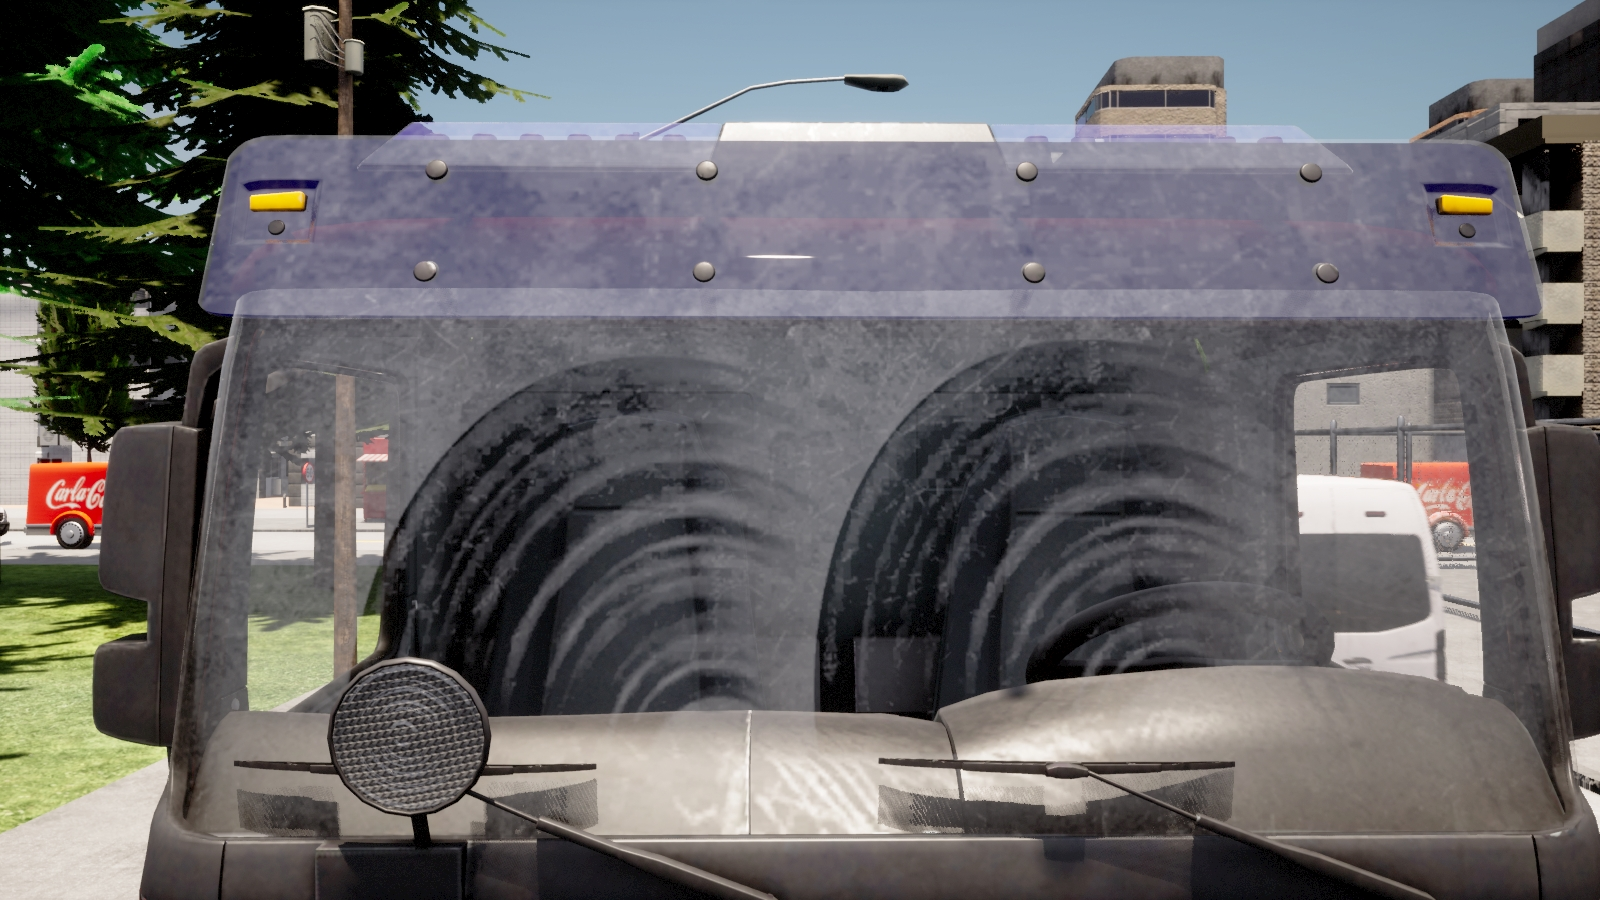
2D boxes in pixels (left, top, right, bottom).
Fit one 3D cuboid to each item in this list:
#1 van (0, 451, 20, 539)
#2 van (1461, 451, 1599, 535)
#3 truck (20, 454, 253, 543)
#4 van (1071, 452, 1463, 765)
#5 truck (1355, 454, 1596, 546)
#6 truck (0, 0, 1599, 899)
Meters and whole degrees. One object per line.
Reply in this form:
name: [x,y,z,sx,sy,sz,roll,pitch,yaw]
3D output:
van: [-26.239,1.314,33.169,5.915,2.561,1.988,0,0,2]
van: [24.242,1.314,35.747,5.915,2.561,1.988,0,0,1]
truck: [-19.012,1.348,32.943,5.204,2.467,2.627,0,0,1]
van: [4.561,1.315,12.411,1.988,2.561,5.915,0,0,2]
truck: [18.810,1.348,32.068,5.204,2.467,2.627,0,0,4]
truck: [0.092,0.670,5.580,2.891,3.827,8.468,0,0,-1]
